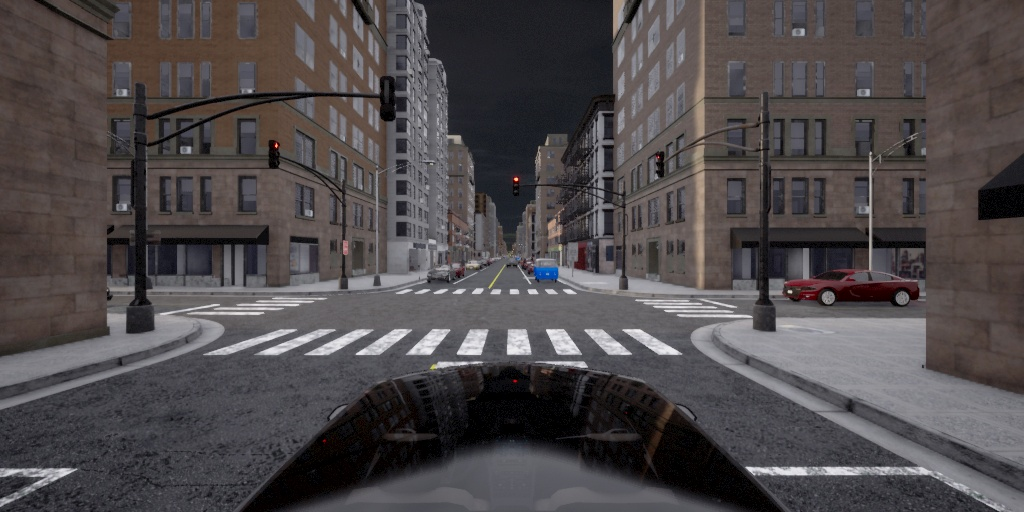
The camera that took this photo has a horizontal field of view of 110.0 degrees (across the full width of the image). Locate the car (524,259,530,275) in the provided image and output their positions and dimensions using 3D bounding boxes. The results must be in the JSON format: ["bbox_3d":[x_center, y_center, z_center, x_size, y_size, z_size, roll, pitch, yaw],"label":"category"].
[{"bbox_3d":[2.568,1.330,39.331,1.802,1.307,4.207,0,0,0],"label":"car"}]

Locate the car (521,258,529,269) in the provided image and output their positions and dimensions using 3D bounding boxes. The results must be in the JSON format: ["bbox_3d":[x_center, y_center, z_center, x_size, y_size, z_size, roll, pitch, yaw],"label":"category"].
[{"bbox_3d":[2.547,1.326,50.695,1.802,1.307,4.207,0,0,0],"label":"car"}]

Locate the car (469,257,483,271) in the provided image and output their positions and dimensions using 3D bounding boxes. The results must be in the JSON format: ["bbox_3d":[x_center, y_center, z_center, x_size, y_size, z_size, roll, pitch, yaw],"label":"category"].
[{"bbox_3d":[-5.478,1.270,50.504,1.751,1.417,4.829,0,0,0],"label":"car"}]

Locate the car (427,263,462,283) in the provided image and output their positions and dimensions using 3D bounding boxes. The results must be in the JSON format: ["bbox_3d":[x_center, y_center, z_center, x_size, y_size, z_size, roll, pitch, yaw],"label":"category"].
[{"bbox_3d":[-5.436,1.299,27.946,2.007,1.370,4.403,0,0,0],"label":"car"}]

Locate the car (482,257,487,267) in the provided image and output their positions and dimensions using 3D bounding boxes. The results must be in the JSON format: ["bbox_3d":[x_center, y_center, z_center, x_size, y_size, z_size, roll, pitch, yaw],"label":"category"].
[{"bbox_3d":[-5.488,1.306,56.356,1.948,1.339,4.313,0,0,0],"label":"car"}]

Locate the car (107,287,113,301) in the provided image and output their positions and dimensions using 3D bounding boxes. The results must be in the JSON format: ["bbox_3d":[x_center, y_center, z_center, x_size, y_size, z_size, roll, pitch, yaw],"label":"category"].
[{"bbox_3d":[-17.751,1.198,12.776,5.357,1.411,2.033,0,0,0],"label":"car"}]

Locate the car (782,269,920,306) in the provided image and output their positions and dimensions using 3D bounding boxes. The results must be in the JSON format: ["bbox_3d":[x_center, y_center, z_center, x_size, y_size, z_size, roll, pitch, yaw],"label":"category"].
[{"bbox_3d":[14.790,1.326,15.833,5.008,1.535,1.882,0,0,1],"label":"car"}]

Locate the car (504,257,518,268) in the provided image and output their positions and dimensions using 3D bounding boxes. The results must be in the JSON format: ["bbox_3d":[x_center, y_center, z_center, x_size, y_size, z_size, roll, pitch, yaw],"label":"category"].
[{"bbox_3d":[-0.012,1.337,61.580,1.895,1.301,4.718,0,0,0],"label":"car"}]

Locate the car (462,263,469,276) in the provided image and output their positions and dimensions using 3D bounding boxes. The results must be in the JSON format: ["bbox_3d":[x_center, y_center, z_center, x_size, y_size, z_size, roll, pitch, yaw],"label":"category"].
[{"bbox_3d":[-5.446,1.293,33.627,1.888,1.381,4.507,0,0,0],"label":"car"}]

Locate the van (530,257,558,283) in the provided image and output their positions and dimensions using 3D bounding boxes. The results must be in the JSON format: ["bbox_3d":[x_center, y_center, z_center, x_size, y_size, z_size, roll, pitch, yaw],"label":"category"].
[{"bbox_3d":[2.589,1.089,27.969,1.690,1.789,3.998,0,0,0],"label":"van"}]

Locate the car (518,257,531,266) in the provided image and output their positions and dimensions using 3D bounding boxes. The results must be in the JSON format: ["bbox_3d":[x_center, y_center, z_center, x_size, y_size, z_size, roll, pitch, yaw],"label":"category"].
[{"bbox_3d":[2.537,1.055,56.376,2.192,1.841,5.009,0,0,0],"label":"car"}]
